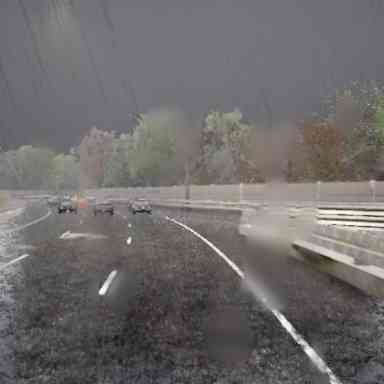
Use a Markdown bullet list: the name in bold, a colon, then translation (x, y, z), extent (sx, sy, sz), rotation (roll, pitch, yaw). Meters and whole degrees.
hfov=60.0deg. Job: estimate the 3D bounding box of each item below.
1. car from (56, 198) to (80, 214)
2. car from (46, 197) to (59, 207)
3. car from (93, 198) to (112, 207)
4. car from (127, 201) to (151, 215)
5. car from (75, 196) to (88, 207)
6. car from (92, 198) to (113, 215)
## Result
- **car**: translation (-13.832, 1.691, 37.013), extent (1.895, 1.301, 4.718), rotation (0, 0, -21)
- **car**: translation (-23.069, 1.639, 55.599), extent (2.128, 1.511, 4.902), rotation (0, 0, -32)
- **car**: translation (-15.151, 1.667, 55.985), extent (1.994, 1.385, 4.181), rotation (0, 0, -30)
- **car**: translation (-5.621, 1.594, 34.881), extent (2.033, 1.411, 5.357), rotation (0, 0, -19)
- **car**: translation (-18.569, 1.475, 54.819), extent (2.097, 1.767, 4.553), rotation (0, 0, -30)
- **car**: translation (-9.199, 1.556, 34.176), extent (2.128, 1.511, 4.902), rotation (0, 0, -18)
